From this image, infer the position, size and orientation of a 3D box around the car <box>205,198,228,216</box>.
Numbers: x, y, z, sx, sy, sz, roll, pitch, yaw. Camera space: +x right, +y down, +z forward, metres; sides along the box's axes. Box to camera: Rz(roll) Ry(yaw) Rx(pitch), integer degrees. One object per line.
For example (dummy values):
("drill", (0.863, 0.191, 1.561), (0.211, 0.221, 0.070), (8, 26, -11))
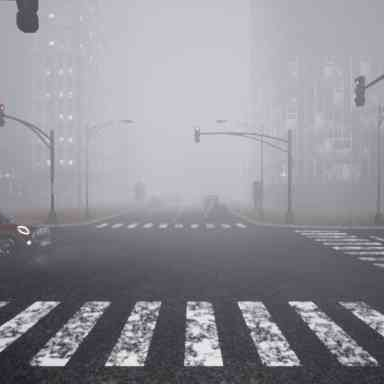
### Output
("car", (2.516, 1.569, 32.111), (1.802, 1.307, 4.206), (-1, 0, 0))

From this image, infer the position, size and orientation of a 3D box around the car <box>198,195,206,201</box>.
("car", (2.540, 1.534, 81.832), (1.802, 1.307, 4.206), (-1, 0, 0))

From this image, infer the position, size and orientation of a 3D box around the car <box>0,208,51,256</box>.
("car", (-7.781, 1.351, 12.472), (4.553, 1.767, 2.097), (0, 0, 0))

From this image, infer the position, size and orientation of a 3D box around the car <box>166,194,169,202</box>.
("car", (-5.340, 1.402, 70.756), (1.967, 1.590, 4.097), (-1, 0, 0))

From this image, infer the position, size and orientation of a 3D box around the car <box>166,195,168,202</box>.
("car", (-5.335, 1.556, 54.183), (1.802, 1.307, 4.206), (-1, 0, 0))

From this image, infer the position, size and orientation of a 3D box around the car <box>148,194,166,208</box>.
("car", (-5.336, 1.418, 48.658), (1.967, 1.590, 4.097), (-1, 0, 0))

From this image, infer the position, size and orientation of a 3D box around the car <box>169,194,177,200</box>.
("car", (-5.344, 1.383, 92.854), (1.967, 1.590, 4.097), (-1, 0, 0))

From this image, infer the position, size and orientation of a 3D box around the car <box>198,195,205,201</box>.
("car", (2.538, 1.473, 87.526), (1.752, 1.417, 4.829), (-1, 0, 0))

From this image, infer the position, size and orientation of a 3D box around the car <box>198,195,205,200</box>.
("car", (2.537, 1.487, 92.881), (1.887, 1.381, 4.507), (-1, 0, 0))

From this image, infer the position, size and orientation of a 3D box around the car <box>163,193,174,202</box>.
("car", (-5.343, 1.272, 76.281), (2.192, 1.841, 5.009), (-1, 0, 0))

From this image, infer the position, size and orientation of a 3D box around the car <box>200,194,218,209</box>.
("car", (2.531, 1.296, 43.160), (2.192, 1.841, 5.009), (-1, 0, 0))

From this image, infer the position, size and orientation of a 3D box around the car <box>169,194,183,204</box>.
("car", (-2.762, 1.319, 64.375), (2.097, 1.767, 4.553), (0, 0, 0))

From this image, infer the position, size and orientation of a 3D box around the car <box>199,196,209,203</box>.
("car", (2.541, 1.507, 70.783), (1.887, 1.381, 4.507), (-1, 0, 0))
